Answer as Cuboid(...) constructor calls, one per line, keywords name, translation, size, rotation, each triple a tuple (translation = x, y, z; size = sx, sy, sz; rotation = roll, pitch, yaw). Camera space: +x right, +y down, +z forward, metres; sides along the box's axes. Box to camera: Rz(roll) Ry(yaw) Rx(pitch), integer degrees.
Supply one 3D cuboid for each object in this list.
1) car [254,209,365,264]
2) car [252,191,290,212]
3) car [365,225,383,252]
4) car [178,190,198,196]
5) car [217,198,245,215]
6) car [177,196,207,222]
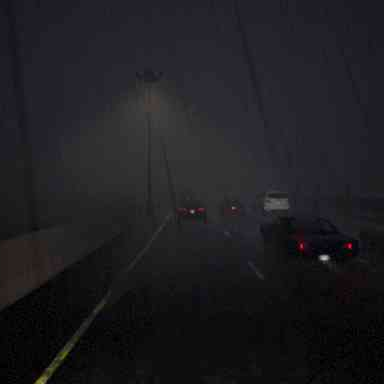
Cuboid(name="car", translation=(3.601, 1.474, 11.256), size=(1.895, 1.301, 4.718), rotation=(0, 1, 0))
Cuboid(name="car", translation=(6.816, 0.894, 29.227), size=(2.150, 2.045, 5.566), rotation=(0, 1, -2))
Cuboid(name="car", translation=(7.101, 1.485, 10.245), size=(1.895, 1.301, 4.718), rotation=(0, 1, 0))
Cuboid(name="car", translation=(-0.491, 0.761, 41.171), size=(2.150, 2.045, 5.566), rotation=(0, 1, -1))
Cuboid(name="car", translation=(3.324, 1.238, 29.102), size=(1.994, 1.385, 4.181), rotation=(0, 1, -2))
Cuboid(name="car", translation=(-0.026, 1.241, 23.443), size=(2.163, 1.488, 4.792), rotation=(0, 1, -1))
